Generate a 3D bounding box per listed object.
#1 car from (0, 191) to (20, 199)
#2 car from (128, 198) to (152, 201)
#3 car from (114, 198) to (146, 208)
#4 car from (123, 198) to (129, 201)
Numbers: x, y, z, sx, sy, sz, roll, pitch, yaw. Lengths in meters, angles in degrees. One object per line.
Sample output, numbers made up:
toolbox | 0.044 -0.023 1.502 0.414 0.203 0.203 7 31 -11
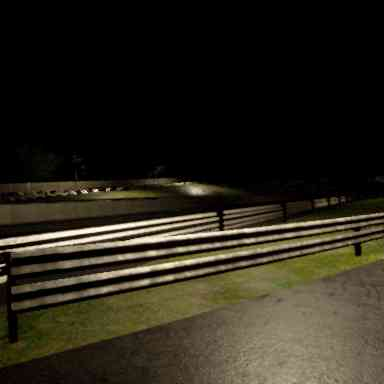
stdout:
car | -34.450 0.804 61.900 2.097 1.767 4.553 -1 3 14
car | -6.391 1.677 46.596 1.994 1.385 4.181 -1 0 31
car | -10.008 1.726 54.158 2.033 1.411 5.357 -1 0 31
car | -7.958 1.622 50.788 1.882 1.535 5.008 -1 -1 31
